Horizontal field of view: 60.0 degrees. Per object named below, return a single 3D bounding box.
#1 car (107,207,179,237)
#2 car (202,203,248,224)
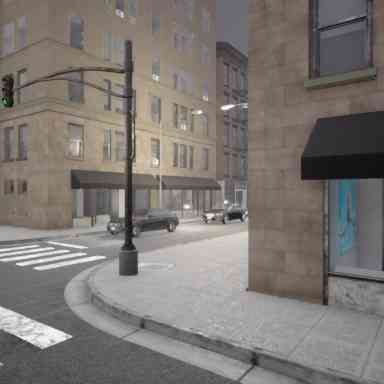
[{"bbox_3d":[-2.612,1.620,18.829,1.812,1.442,4.674,0,0,37],"label":"car"},{"bbox_3d":[2.695,1.641,26.299,2.128,1.511,4.902,0,0,35],"label":"car"}]
